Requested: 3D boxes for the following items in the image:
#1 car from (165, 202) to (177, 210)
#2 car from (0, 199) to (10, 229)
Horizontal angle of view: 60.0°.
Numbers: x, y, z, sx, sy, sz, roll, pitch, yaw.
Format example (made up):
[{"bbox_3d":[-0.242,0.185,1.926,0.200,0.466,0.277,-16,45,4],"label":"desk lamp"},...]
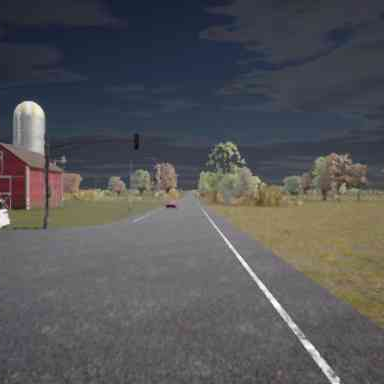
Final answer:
[{"bbox_3d":[-3.492,2.313,56.730,1.895,1.301,4.718,0,-1,0],"label":"car"},{"bbox_3d":[-12.964,1.369,17.926,5.566,2.045,2.150,0,1,-12],"label":"car"}]
